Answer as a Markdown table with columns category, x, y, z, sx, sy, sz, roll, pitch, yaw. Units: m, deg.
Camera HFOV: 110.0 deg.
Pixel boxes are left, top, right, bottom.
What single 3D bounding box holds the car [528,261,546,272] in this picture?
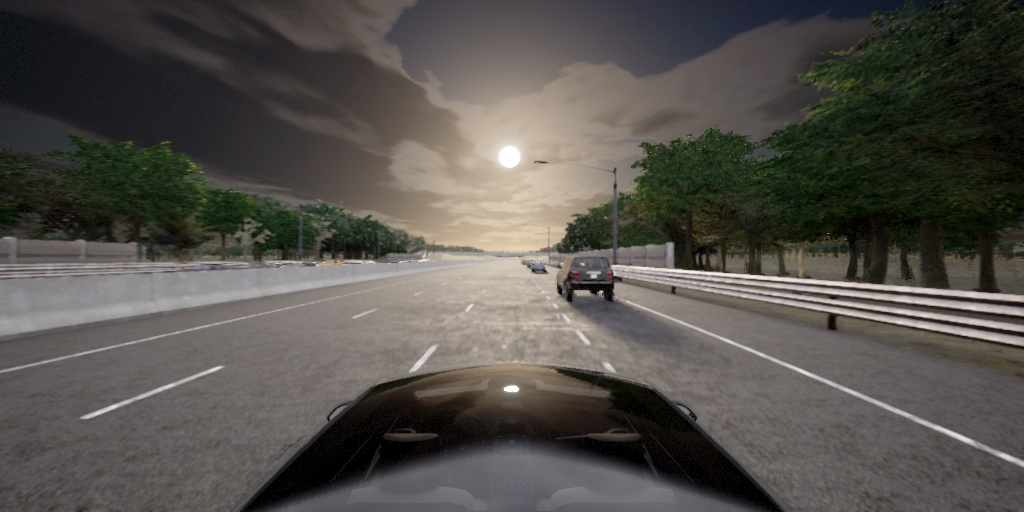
| category | x | y | z | sx | sy | sz | roll | pitch | yaw |
| --- | --- | --- | --- | --- | --- | --- | --- | --- | --- |
| car | 3.751 | 1.621 | 51.760 | 1.994 | 1.385 | 4.181 | 0 | 0 | 0 |

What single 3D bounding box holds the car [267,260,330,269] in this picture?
| category | x | y | z | sx | sy | sz | roll | pitch | yaw |
| --- | --- | --- | --- | --- | --- | --- | --- | --- | --- |
| car | -17.447 | 1.330 | 29.640 | 1.837 | 1.490 | 4.892 | 0 | -1 | 1 |

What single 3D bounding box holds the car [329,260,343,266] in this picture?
| category | x | y | z | sx | sy | sz | roll | pitch | yaw |
| --- | --- | --- | --- | --- | --- | --- | --- | --- | --- |
| car | -27.756 | 1.401 | 54.812 | 1.882 | 1.535 | 5.008 | 0 | 0 | 1 |

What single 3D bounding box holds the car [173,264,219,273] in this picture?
| category | x | y | z | sx | sy | sz | roll | pitch | yaw |
| --- | --- | --- | --- | --- | --- | --- | --- | --- | --- |
| car | -24.451 | 1.333 | 28.959 | 2.033 | 1.411 | 5.357 | 0 | 0 | 1 |

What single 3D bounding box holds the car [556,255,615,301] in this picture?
| category | x | y | z | sx | sy | sz | roll | pitch | yaw |
| --- | --- | --- | --- | --- | --- | --- | --- | --- | --- |
| car | 3.580 | 0.989 | 18.307 | 2.150 | 2.045 | 5.566 | 0 | 0 | 0 |

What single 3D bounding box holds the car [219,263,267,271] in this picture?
| category | x | y | z | sx | sy | sz | roll | pitch | yaw |
| --- | --- | --- | --- | --- | --- | --- | --- | --- | --- |
| car | -20.944 | 1.299 | 29.637 | 2.128 | 1.511 | 4.902 | 0 | 0 | 1 |
